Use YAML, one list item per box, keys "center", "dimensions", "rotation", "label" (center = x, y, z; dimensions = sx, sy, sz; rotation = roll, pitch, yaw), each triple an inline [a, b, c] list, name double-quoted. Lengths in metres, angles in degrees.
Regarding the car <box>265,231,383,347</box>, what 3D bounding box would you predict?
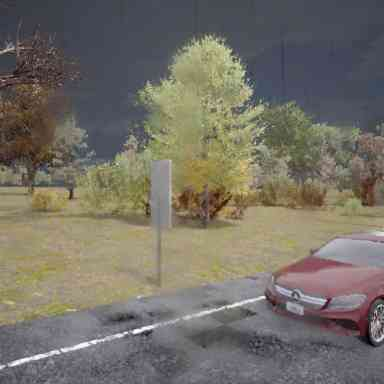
- center: [3.474, 1.528, 6.453]
  dimensions: [4.674, 1.442, 1.812]
  rotation: [0, 0, -35]
  label: "car"
